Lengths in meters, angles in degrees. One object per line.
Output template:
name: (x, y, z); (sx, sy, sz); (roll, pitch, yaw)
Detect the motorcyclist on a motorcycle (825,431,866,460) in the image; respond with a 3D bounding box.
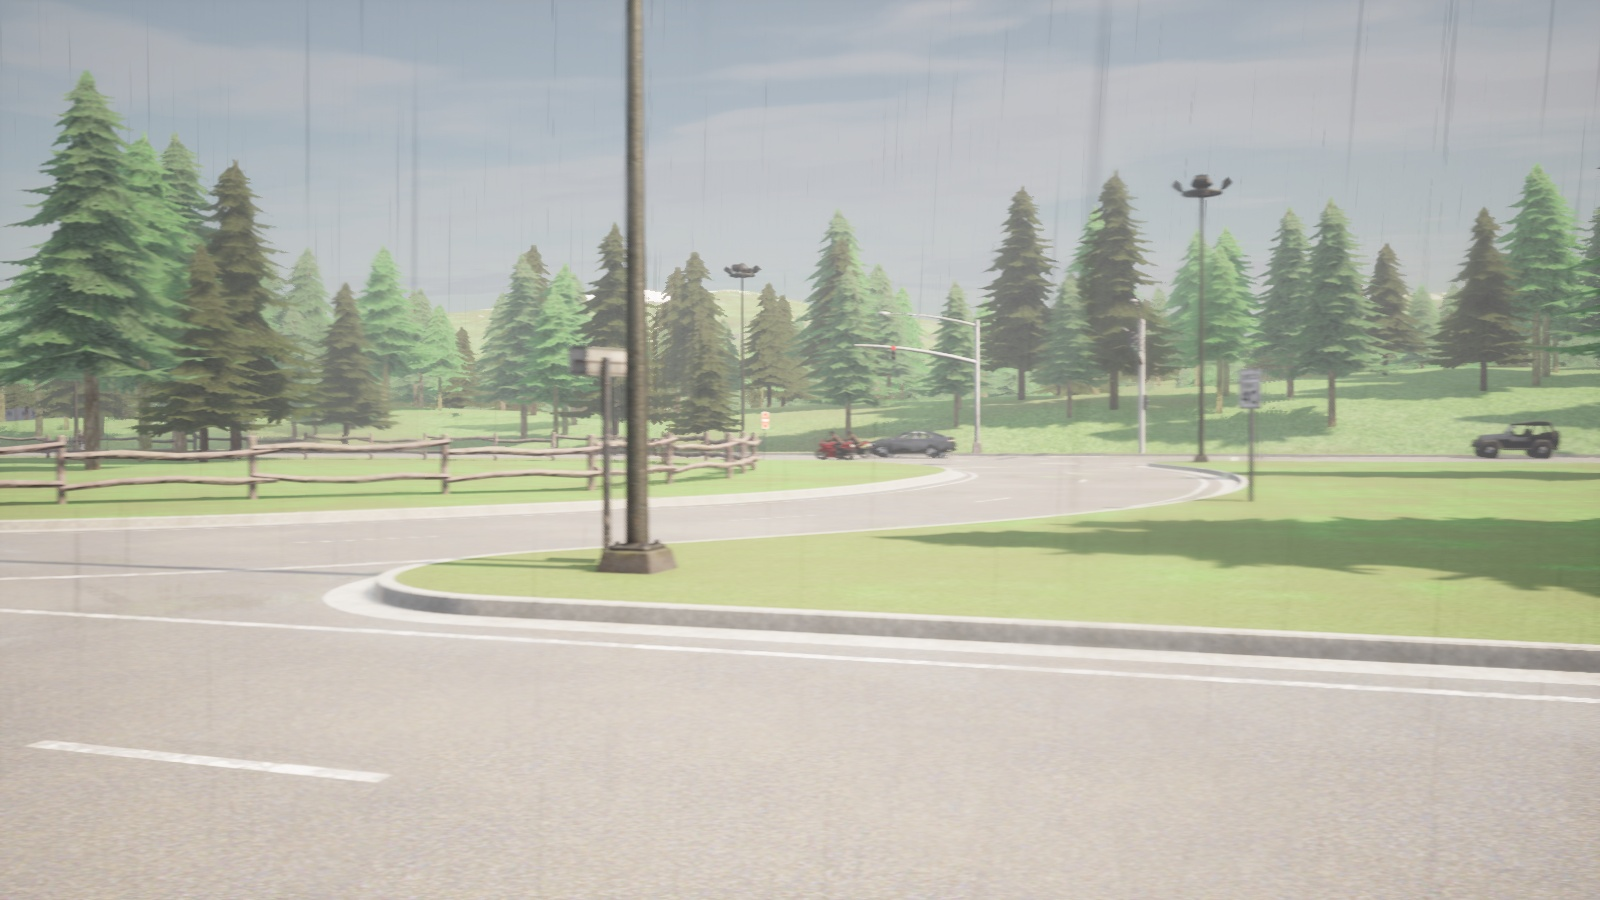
motorcyclist on a motorcycle: (2.430, -0.250, 66.610); (2.044, 1.523, 0.797); (1, 1, 19)

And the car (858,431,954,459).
car: (5.854, -0.304, 69.142); (4.902, 1.511, 2.128); (1, 1, 19)

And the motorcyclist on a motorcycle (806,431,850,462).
motorcyclist on a motorcycle: (1.406, -0.200, 63.262); (2.044, 1.523, 0.797); (1, 1, 19)

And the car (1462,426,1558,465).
car: (35.426, -0.249, 62.780); (3.866, 1.878, 1.905); (1, 1, 19)
